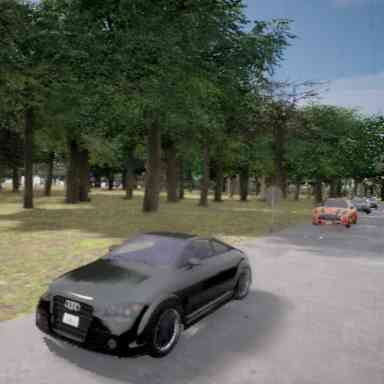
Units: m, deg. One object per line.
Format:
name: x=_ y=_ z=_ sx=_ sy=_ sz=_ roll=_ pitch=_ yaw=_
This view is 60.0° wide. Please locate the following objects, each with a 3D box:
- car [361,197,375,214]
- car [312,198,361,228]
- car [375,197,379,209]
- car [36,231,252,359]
car: x=17.095 y=1.400 z=33.771 sx=1.837 sy=1.490 sz=4.892 roll=2 pitch=0 yaw=32
car: x=9.167 y=1.213 z=21.222 sx=2.097 sy=1.767 sz=4.553 roll=2 pitch=1 yaw=32
car: x=23.683 y=1.434 z=44.176 sx=1.837 sy=1.490 sz=4.892 roll=2 pitch=1 yaw=33
car: x=-0.485 y=1.443 z=5.944 sx=1.994 sy=1.385 sz=4.181 roll=2 pitch=1 yaw=32
